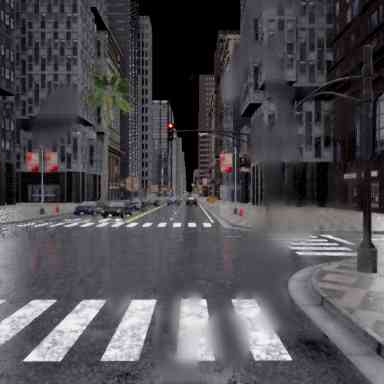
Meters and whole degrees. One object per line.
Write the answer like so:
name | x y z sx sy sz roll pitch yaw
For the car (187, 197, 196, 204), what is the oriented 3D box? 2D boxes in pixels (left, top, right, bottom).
car | -0.122 1.814 70.830 1.812 1.442 4.674 0 -1 0

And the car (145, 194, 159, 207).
car | -6.733 1.358 54.629 2.150 2.045 5.566 0 1 0

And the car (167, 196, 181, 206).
car | -3.316 1.547 60.391 2.097 1.767 4.553 0 0 0

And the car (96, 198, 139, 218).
car | -6.657 1.569 30.438 2.033 1.411 5.357 0 0 4

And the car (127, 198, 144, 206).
car | -9.966 1.727 58.824 2.033 1.411 5.357 0 0 0

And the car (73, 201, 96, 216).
car | -9.939 1.574 32.676 2.033 1.411 5.357 0 0 0

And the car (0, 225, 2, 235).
car | -9.883 1.544 13.833 1.994 1.385 4.181 0 0 0

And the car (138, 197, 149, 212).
car | -6.702 1.620 39.870 1.994 1.385 4.181 0 0 0

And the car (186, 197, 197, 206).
car | -0.064 1.671 60.405 1.882 1.535 5.008 0 0 0

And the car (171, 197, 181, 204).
car | -3.382 1.848 70.595 1.994 1.385 4.181 0 -1 0
